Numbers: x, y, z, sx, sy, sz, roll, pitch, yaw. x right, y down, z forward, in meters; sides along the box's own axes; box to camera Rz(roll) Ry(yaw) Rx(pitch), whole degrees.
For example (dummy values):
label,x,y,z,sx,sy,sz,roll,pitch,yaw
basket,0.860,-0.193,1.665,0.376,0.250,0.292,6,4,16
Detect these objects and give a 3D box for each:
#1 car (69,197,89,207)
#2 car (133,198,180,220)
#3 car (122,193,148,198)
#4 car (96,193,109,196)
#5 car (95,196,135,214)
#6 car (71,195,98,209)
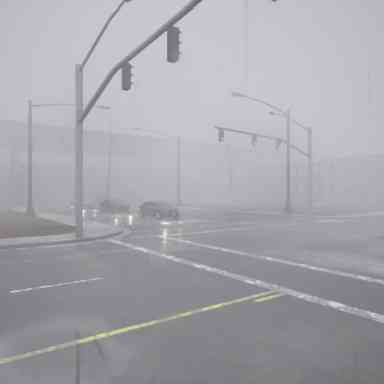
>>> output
label,x,y,z,sx,sy,sz,roll,pitch,yaw
car,-18.304,1.547,54.173,2.033,1.411,5.357,0,0,-8
car,-2.878,1.505,28.436,1.837,1.490,4.892,0,0,-36
car,-12.289,1.222,69.192,2.150,2.045,5.566,0,0,30
car,-15.015,1.219,56.046,2.150,2.045,5.566,0,0,-6
car,-8.458,1.478,36.008,1.882,1.535,5.008,0,0,-36
car,-14.259,1.526,44.295,1.812,1.442,4.674,0,0,-32
